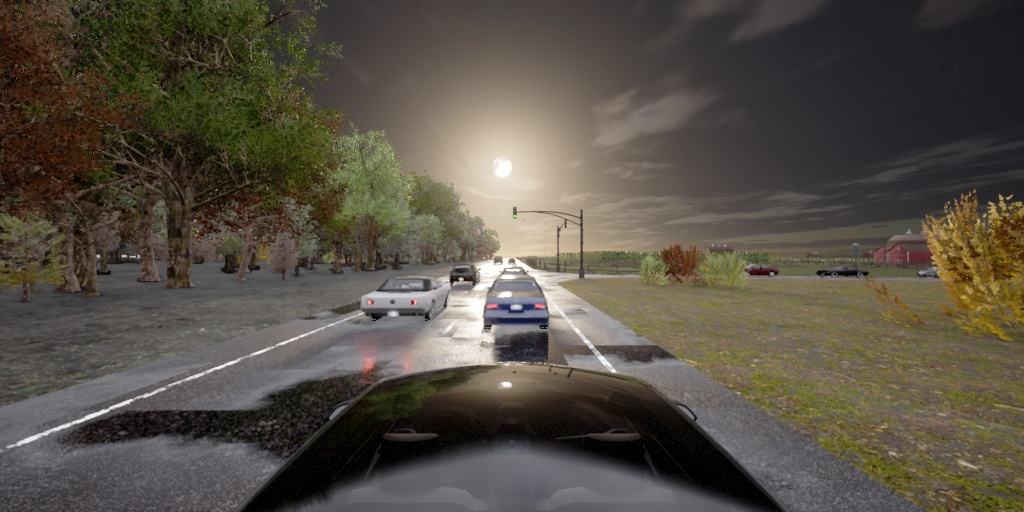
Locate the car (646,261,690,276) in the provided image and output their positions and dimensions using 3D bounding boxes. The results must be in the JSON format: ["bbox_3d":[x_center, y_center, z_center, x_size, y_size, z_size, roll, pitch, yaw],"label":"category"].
[{"bbox_3d":[18.083,1.388,41.776,4.553,1.767,2.097,1,-1,1],"label":"car"}]

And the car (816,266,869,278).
[{"bbox_3d":[38.258,1.857,41.653,4.718,1.301,1.895,1,-1,1],"label":"car"}]

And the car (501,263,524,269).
[{"bbox_3d":[0.114,1.335,21.781,1.994,1.385,4.181,0,0,0],"label":"car"}]

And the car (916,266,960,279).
[{"bbox_3d":[49.913,1.874,41.543,4.902,1.511,2.128,0,-1,0],"label":"car"}]

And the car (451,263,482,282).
[{"bbox_3d":[-3.401,1.280,26.436,1.837,1.490,4.892,0,0,0],"label":"car"}]

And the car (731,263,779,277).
[{"bbox_3d":[28.115,1.623,41.702,5.008,1.535,1.882,1,-1,0],"label":"car"}]

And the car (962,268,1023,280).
[{"bbox_3d":[51.420,1.938,37.964,4.718,1.301,1.895,1,-1,1],"label":"car"}]

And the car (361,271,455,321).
[{"bbox_3d":[-3.400,1.362,12.503,1.895,1.301,4.718,0,0,0],"label":"car"}]

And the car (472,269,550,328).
[{"bbox_3d":[0.100,1.307,11.321,2.033,1.411,5.357,0,0,0],"label":"car"}]
